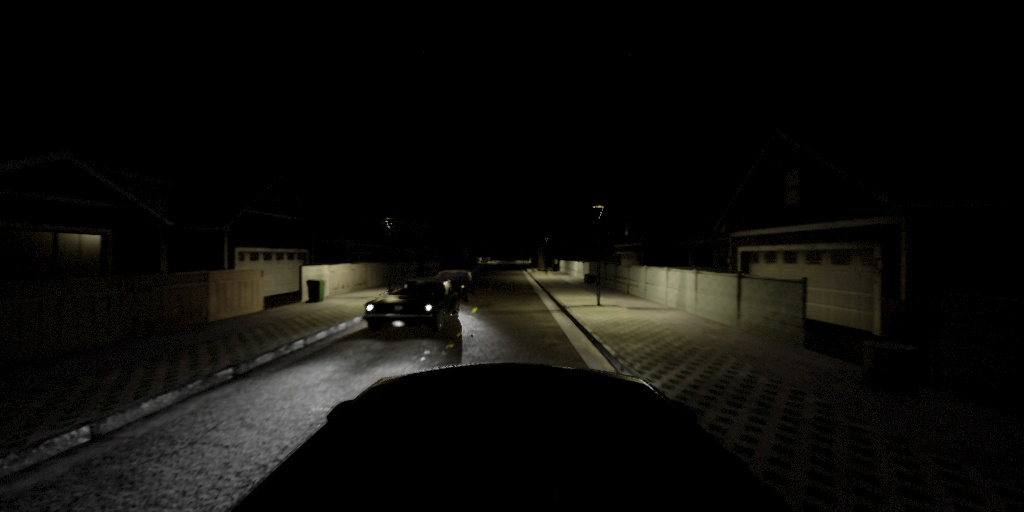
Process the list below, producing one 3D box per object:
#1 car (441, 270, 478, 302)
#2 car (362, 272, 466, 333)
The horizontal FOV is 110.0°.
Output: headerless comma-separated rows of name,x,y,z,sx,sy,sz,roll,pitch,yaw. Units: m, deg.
car,-2.765,1.351,17.108,1.895,1.301,4.718,0,0,0
car,-2.761,1.351,10.955,1.895,1.301,4.718,0,0,0
